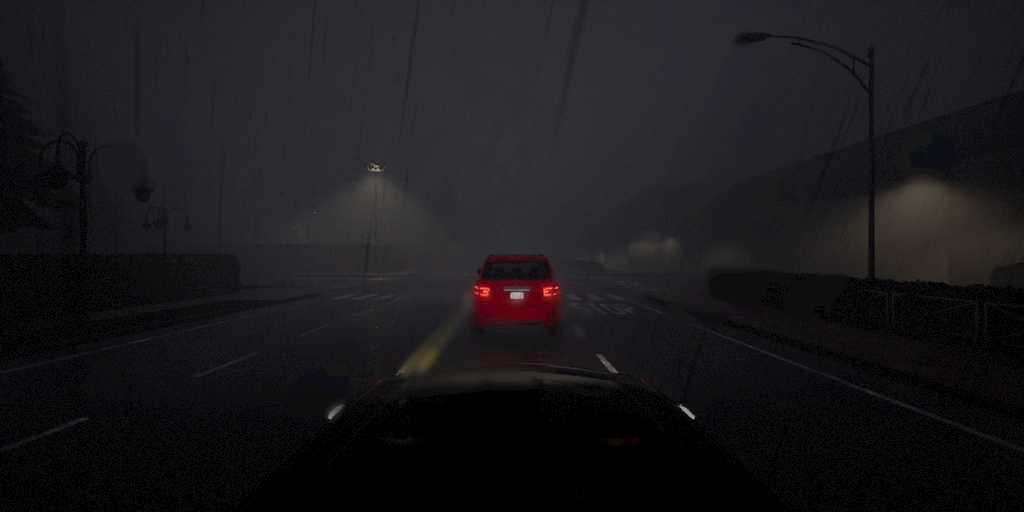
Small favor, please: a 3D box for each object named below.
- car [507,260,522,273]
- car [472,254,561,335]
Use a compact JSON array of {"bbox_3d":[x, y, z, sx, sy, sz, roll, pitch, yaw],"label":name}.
[{"bbox_3d":[0.332,1.252,45.524,1.882,1.535,5.008,0,0,1],"label":"car"},{"bbox_3d":[0.116,0.976,10.667,2.150,2.045,5.566,0,0,0],"label":"car"}]
